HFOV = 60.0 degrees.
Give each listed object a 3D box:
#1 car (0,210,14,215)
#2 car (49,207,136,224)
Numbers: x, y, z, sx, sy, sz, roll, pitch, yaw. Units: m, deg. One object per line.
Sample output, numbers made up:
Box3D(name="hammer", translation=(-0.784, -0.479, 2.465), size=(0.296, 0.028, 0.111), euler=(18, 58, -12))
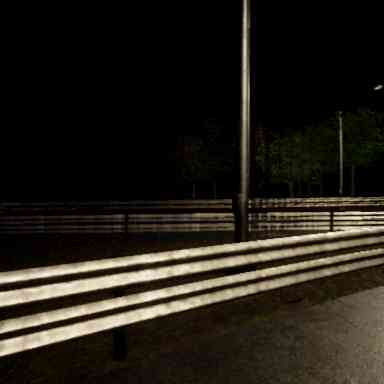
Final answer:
Box3D(name="car", translation=(-18.180, 1.846, 28.919), size=(4.718, 1.301, 1.895), euler=(-1, 1, 0))
Box3D(name="car", translation=(-6.475, 1.732, 21.990), size=(5.357, 1.411, 2.033), euler=(-1, 1, 0))
